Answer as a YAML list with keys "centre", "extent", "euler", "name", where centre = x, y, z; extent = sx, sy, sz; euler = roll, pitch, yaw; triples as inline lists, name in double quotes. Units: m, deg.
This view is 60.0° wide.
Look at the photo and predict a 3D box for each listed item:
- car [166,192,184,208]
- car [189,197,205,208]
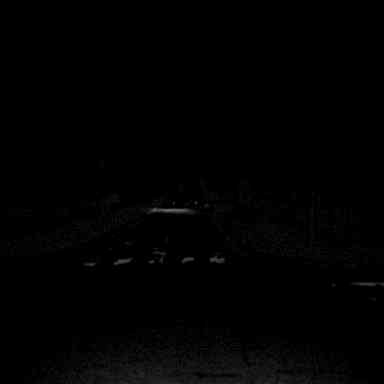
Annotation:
- centre: [-2.199, 0.982, 43.788]
  extent: [2.150, 2.045, 5.566]
  euler: [0, 1, 1]
  name: "car"
- centre: [0.661, 1.316, 44.426]
  extent: [1.994, 1.385, 4.181]
  euler: [0, 1, 4]
  name: "car"
